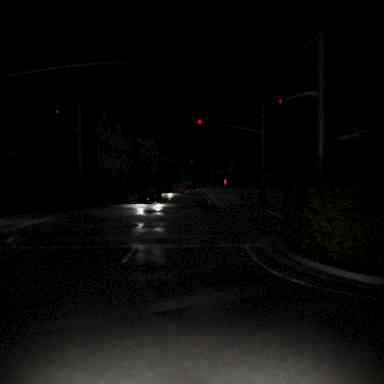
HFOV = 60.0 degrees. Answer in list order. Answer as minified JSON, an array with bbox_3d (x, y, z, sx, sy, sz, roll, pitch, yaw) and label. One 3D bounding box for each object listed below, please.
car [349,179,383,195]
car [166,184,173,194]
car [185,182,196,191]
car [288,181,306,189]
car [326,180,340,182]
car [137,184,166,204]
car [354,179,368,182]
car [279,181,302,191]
[{"bbox_3d":[22.175,-0.725,42.582,1.932,1.855,4.605,0,2,-1],"label":"car"},{"bbox_3d":[-3.820,-0.486,48.640,1.994,1.385,4.181,0,2,0],"label":"car"},{"bbox_3d":[-0.292,-0.989,59.129,1.812,1.442,4.674,0,2,0],"label":"car"},{"bbox_3d":[18.770,-1.268,59.609,1.970,1.475,3.806,0,2,-1],"label":"car"},{"bbox_3d":[25.184,-1.415,59.975,2.152,1.636,5.027,0,2,-1],"label":"car"},{"bbox_3d":[-3.750,0.228,30.472,1.812,1.442,4.674,0,2,0],"label":"car"},{"bbox_3d":[18.948,-0.392,34.696,1.905,1.878,3.866,0,2,-1],"label":"car"},{"bbox_3d":[15.161,-0.879,52.543,2.007,1.523,4.514,0,2,-1],"label":"car"}]
